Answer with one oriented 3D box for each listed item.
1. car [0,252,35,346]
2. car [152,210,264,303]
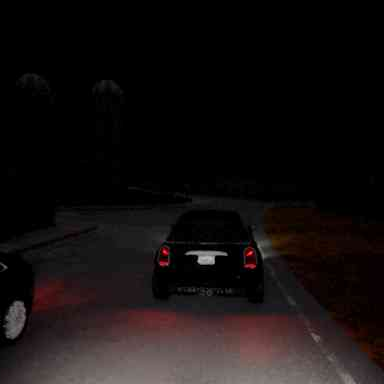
[{"bbox_3d":[-3.470,1.447,3.372,1.837,1.490,4.892,0,1,3],"label":"car"},{"bbox_3d":[0.498,1.198,8.082,2.097,1.767,4.553,0,1,6],"label":"car"}]
